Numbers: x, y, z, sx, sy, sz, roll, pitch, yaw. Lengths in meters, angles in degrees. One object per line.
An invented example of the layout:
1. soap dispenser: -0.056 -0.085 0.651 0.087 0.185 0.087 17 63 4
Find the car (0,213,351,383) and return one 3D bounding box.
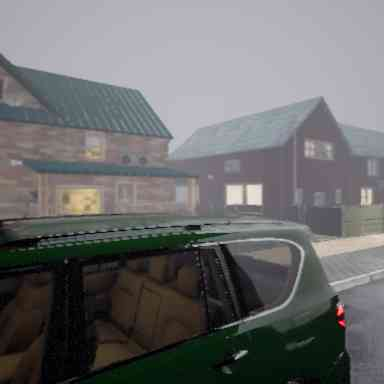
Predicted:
1. car: -1.200 1.225 2.216 5.566 2.045 2.150 1 0 -35
